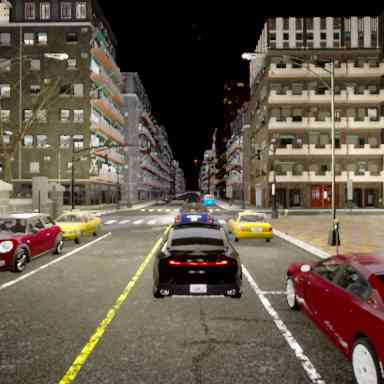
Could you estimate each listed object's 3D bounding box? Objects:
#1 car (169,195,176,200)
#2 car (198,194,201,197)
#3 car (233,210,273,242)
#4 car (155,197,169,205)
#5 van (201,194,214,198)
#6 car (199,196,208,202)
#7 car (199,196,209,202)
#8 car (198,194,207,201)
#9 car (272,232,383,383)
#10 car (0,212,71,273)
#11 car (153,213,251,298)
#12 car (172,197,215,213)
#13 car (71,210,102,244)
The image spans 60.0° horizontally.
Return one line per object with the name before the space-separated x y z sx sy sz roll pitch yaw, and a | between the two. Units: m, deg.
car | -5.582 1.648 88.197 1.802 1.307 4.206 1 0 0
car | 2.781 1.507 71.117 1.967 1.590 4.097 1 0 0
car | 2.718 1.552 16.281 1.752 1.417 4.829 1 0 0
car | -5.614 1.646 59.841 1.802 1.307 4.206 1 0 0
van | 2.763 1.402 54.104 1.690 1.788 3.998 1 0 0
car | 2.793 1.618 82.458 2.008 1.369 4.403 1 0 0
car | 2.786 1.618 76.788 2.008 1.369 4.403 1 0 0
car | 2.802 1.381 88.130 2.192 1.841 5.009 1 0 0
car | 2.705 1.553 4.878 1.887 1.381 4.507 1 0 0
car | -5.668 1.458 10.523 1.967 1.590 4.097 1 0 0
car | 0.112 1.519 8.501 1.837 1.490 4.892 0 0 0
car | 0.141 1.382 18.761 2.097 1.767 4.553 0 0 1
car | -5.663 1.551 15.968 1.752 1.417 4.829 1 0 0
